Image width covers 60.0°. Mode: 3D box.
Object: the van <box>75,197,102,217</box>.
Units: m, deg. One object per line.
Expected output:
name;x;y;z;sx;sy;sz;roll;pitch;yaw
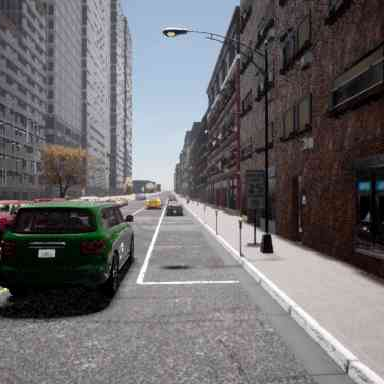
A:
van;-10.107;1.375;32.738;1.690;1.788;3.998;0;0;-4

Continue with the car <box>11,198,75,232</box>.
car;-9.374;1.341;21.469;2.192;1.841;5.009;0;0;-4

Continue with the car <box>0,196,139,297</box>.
car;-2.857;1.231;8.822;2.150;2.045;5.566;0;0;-4

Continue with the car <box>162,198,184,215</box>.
car;-1.748;1.582;33.301;2.008;1.369;4.403;0;0;-4

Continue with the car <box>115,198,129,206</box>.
car;-11.576;1.621;55.276;1.802;1.307;4.206;1;0;-4

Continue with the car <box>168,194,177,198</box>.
car;-3.947;1.473;67.113;1.967;1.590;4.097;1;0;-4

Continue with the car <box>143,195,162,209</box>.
car;-5.141;1.514;45.181;1.882;1.535;5.008;0;0;-3

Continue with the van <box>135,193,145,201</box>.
van;-13.407;1.369;83.448;1.690;1.788;3.998;1;0;-4

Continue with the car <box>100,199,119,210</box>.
car;-10.842;1.621;44.007;1.802;1.307;4.206;0;0;-4

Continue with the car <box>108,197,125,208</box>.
car;-11.198;1.565;49.472;1.752;1.417;4.829;1;0;-4

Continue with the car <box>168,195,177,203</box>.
car;-4.313;1.471;72.746;1.967;1.590;4.097;1;0;-4

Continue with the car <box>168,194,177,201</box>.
car;-5.045;1.340;84.014;2.192;1.841;5.009;1;0;-4

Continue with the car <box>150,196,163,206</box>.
car;-5.835;1.514;55.369;1.882;1.535;5.008;0;0;-3

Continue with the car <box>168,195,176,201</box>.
car;-5.414;1.565;89.651;1.887;1.381;4.507;1;0;-4
